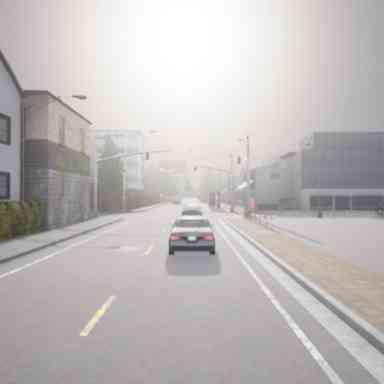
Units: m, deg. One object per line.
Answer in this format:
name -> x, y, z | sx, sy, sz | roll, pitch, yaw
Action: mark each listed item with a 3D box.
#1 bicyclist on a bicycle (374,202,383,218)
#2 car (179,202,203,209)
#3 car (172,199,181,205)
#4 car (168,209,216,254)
bicyclist on a bicycle -> 18.713, 1.784, 33.329 | 0.582, 1.620, 1.656 | 0, -1, 0
car -> 0.008, 1.796, 29.368 | 1.812, 1.442, 4.674 | 0, 0, 0
car -> -3.500, 2.298, 76.757 | 1.895, 1.301, 4.718 | 0, -1, 0
car -> 0.001, 1.677, 13.983 | 2.033, 1.411, 5.357 | 0, 0, 0
